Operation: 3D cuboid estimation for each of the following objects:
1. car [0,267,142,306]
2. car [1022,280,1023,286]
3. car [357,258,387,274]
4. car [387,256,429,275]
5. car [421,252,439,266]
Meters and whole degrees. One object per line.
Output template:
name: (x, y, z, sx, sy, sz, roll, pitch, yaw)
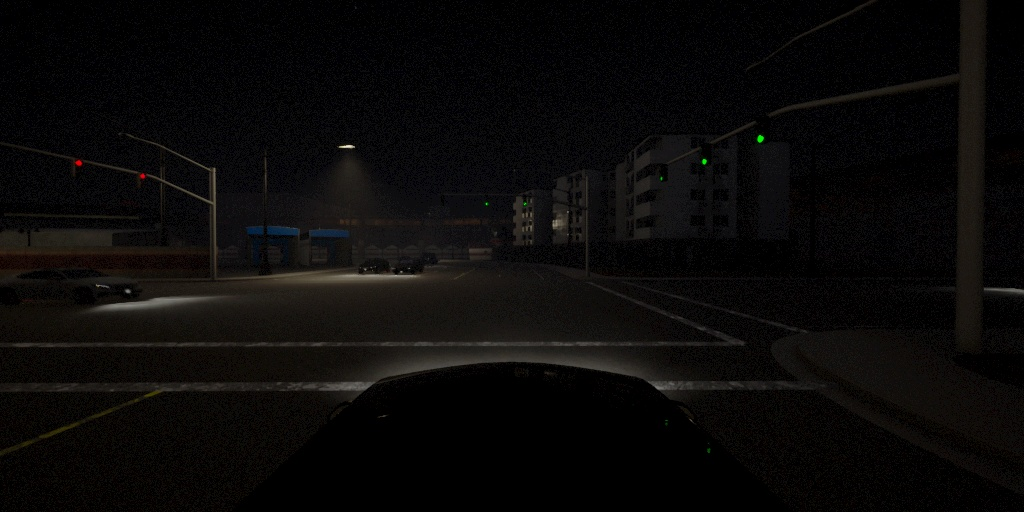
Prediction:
car: (-18.157, 1.186, 14.726, 4.674, 1.442, 1.812, 0, 1, -1)
car: (30.667, 1.138, 19.205, 4.892, 1.490, 1.837, 0, 1, 0)
car: (-13.476, 0.955, 35.279, 1.837, 1.490, 4.892, 0, 1, 0)
car: (-9.943, 1.003, 34.827, 2.033, 1.411, 5.357, 0, 1, 0)
car: (-12.739, 0.447, 54.959, 2.150, 2.045, 5.566, 0, 1, -21)
